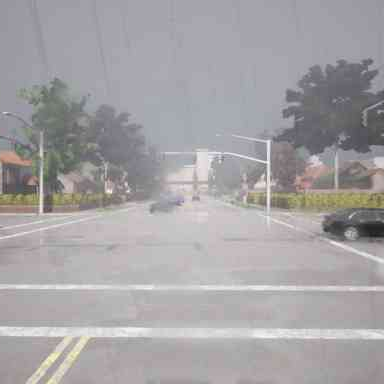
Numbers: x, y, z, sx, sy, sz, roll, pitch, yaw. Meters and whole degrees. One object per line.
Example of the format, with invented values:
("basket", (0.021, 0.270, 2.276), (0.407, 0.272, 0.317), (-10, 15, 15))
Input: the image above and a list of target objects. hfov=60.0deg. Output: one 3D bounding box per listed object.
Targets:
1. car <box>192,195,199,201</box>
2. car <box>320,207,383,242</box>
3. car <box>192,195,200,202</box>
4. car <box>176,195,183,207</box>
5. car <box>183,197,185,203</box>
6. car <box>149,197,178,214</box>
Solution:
("car", (1.032, 1.514, 89.479), (1.812, 1.442, 4.674), (0, 0, 0))
("car", (8.684, 1.505, 15.712), (4.892, 1.490, 1.837), (0, 2, 8))
("car", (0.964, 1.500, 79.081), (1.837, 1.490, 4.892), (0, 0, 0))
("car", (-2.803, 1.477, 52.861), (1.882, 1.535, 5.008), (0, 0, 0))
("car", (-2.600, 1.352, 69.474), (2.097, 1.767, 4.553), (0, 0, 0))
("car", (-3.217, 1.548, 36.012), (2.033, 1.411, 5.357), (0, 0, 6))
